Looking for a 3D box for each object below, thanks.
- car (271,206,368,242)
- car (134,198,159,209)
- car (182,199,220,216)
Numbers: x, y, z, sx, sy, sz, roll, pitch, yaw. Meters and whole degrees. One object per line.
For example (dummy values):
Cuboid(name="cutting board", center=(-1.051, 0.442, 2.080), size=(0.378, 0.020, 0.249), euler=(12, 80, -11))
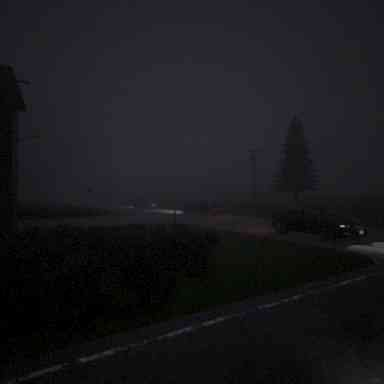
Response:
Cuboid(name="car", center=(6.012, 1.452, 16.279), size=(2.128, 1.511, 4.902), euler=(0, 0, -29))
Cuboid(name="car", center=(-5.992, 1.467, 43.777), size=(1.812, 1.442, 4.674), euler=(0, 0, -30))
Cuboid(name="car", center=(0.750, 1.437, 32.201), size=(2.128, 1.511, 4.902), euler=(0, 0, -30))
